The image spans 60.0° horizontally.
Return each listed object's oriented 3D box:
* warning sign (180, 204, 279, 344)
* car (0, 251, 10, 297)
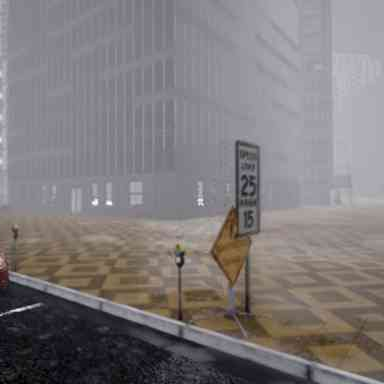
[{"bbox_3d":[0.634,1.154,5.379,1.060,1.860,1.300,-1,0,37],"label":"warning sign"},{"bbox_3d":[-5.882,1.480,7.483,4.097,1.590,1.967,0,-1,37],"label":"car"}]
